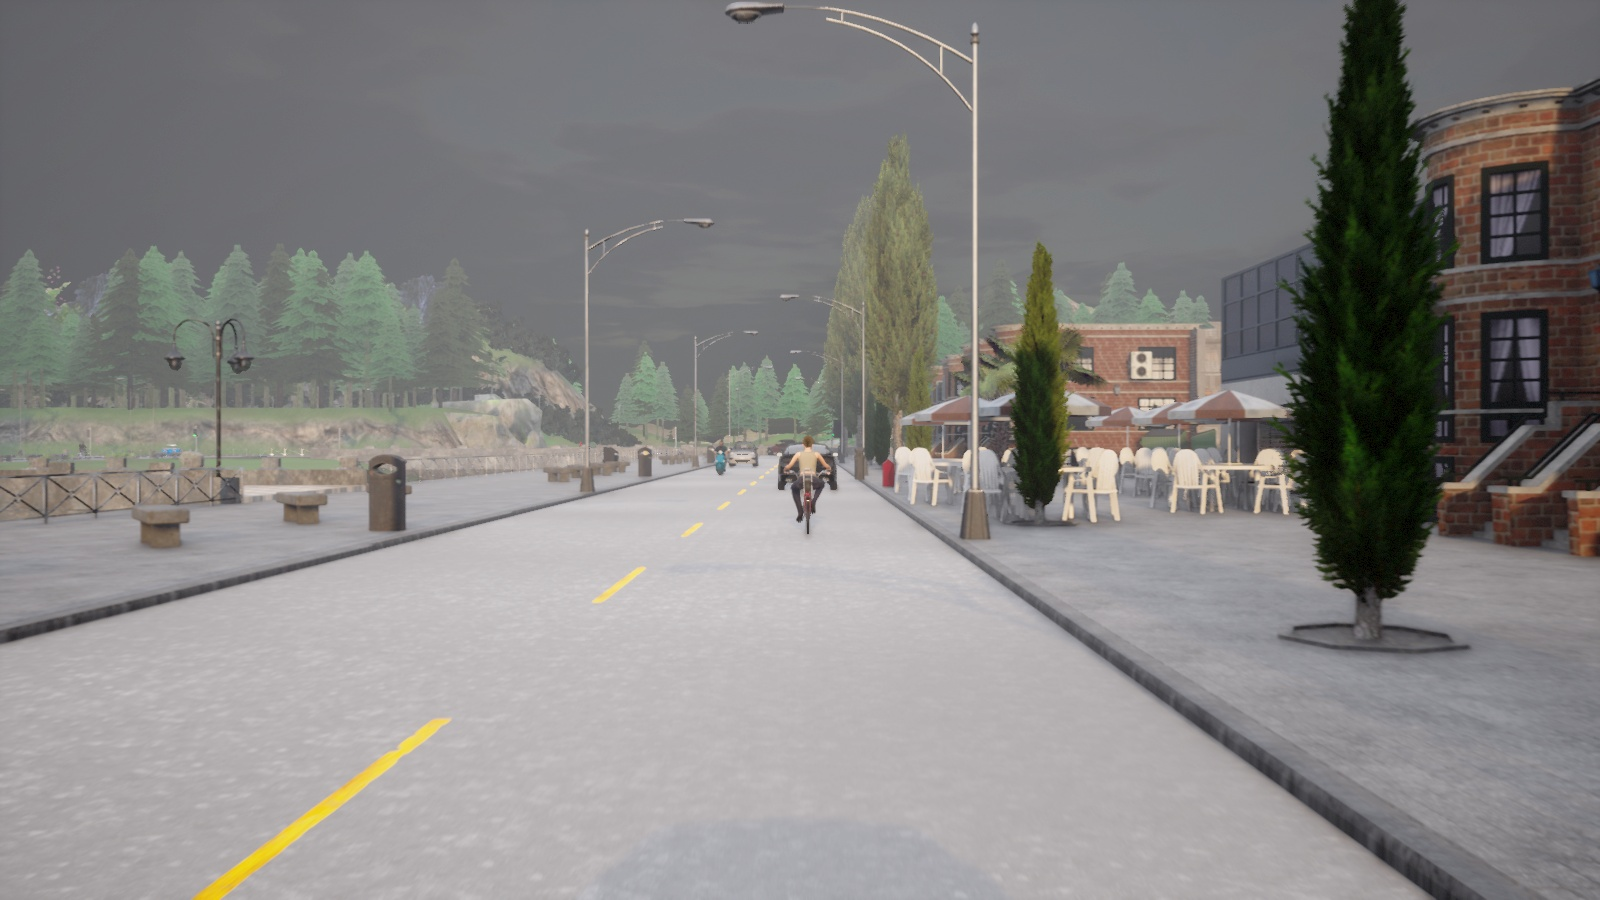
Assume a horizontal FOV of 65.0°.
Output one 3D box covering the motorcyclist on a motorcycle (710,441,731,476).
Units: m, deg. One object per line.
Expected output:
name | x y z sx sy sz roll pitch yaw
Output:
motorcyclist on a motorcycle | -3.664 0.370 57.956 0.866 1.590 1.817 0 0 0

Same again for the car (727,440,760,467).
car | -3.548 0.197 78.977 1.851 1.617 3.988 0 0 0

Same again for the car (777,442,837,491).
car | 0.246 0.489 41.844 1.882 1.535 5.008 0 0 0

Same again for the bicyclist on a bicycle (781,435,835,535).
bicyclist on a bicycle | 0.132 0.564 21.115 0.866 1.612 1.509 0 0 0
